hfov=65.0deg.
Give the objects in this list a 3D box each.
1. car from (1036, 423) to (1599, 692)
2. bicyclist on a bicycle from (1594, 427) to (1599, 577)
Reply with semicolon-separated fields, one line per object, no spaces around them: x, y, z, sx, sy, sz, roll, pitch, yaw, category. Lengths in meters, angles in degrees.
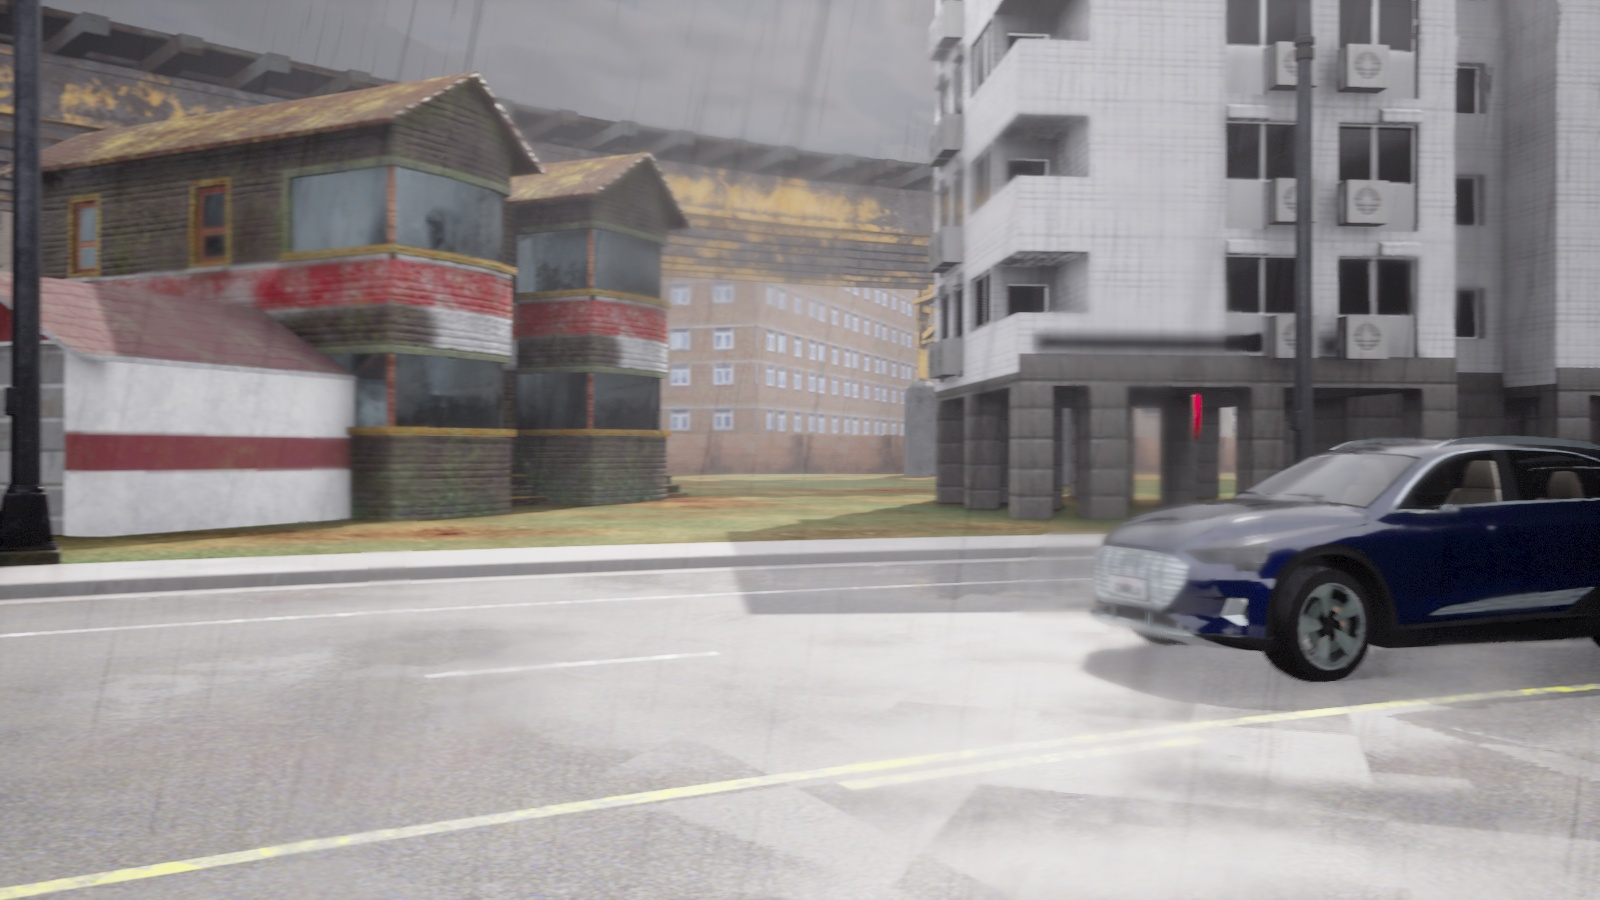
4.442;0.683;9.476;4.856;1.649;2.033;0;-1;-19;car
10.419;0.621;14.809;1.843;1.776;0.659;0;0;-12;bicyclist on a bicycle
